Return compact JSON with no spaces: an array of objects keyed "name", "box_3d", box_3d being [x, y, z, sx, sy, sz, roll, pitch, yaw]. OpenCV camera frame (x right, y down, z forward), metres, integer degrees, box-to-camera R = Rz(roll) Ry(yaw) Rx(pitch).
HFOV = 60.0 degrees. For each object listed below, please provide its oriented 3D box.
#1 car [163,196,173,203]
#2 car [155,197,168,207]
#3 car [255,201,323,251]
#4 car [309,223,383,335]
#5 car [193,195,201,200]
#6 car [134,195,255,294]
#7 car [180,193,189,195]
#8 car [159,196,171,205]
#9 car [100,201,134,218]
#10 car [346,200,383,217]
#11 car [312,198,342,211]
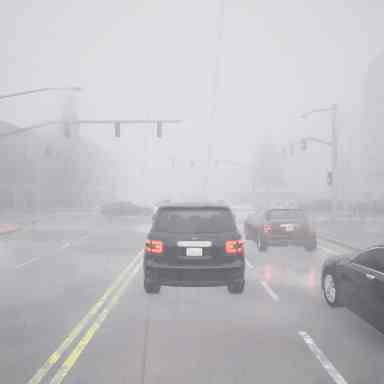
[{"name":"car","box_3d":[-5.079,1.553,71.188,1.994,1.385,4.181,0,0,-1]},{"name":"car","box_3d":[-4.704,1.526,51.917,1.812,1.442,4.674,0,0,-1]},{"name":"car","box_3d":[3.535,1.352,14.138,2.097,1.767,4.553,0,0,0]},{"name":"car","box_3d":[3.607,1.505,5.057,1.837,1.490,4.892,0,0,0]},{"name":"car","box_3d":[1.461,1.553,90.341,1.994,1.385,4.181,0,0,-1]},{"name":"car","box_3d":[0.053,1.221,8.960,2.150,2.045,5.566,0,0,0]},{"name":"car","box_3d":[-1.795,1.496,80.194,1.837,1.490,4.892,0,0,-1]},{"name":"car","box_3d":[-4.904,1.478,61.307,1.882,1.535,5.008,0,0,-1]},{"name":"car","box_3d":[-5.666,1.526,29.293,4.674,1.442,1.812,0,0,-4]},{"name":"car","box_3d":[17.295,1.491,30.403,4.902,1.511,2.128,0,0,-2]},{"name":"car","box_3d":[14.435,1.505,37.539,4.892,1.490,1.837,0,0,-2]}]
